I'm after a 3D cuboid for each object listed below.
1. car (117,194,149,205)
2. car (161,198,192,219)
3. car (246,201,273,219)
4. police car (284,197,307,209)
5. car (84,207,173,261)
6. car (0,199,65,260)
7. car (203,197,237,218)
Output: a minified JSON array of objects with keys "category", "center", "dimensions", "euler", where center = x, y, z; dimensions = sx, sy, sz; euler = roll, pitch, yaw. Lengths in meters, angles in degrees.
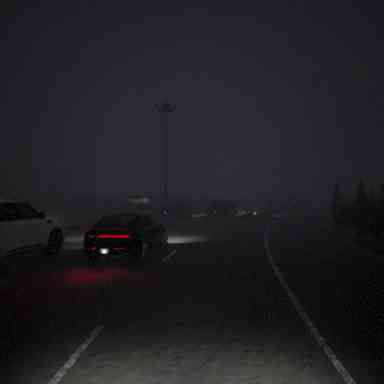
[{"category":"car","center":[-8.508,1.291,48.563],"dimensions":[2.150,2.045,5.566],"euler":[0,-1,28]},{"category":"car","center":[-1.437,1.539,29.612],"dimensions":[1.812,1.442,4.674],"euler":[0,0,19]},{"category":"car","center":[6.061,1.534,29.749],"dimensions":[1.812,1.442,4.674],"euler":[0,0,21]},{"category":"police car","center":[14.493,1.515,46.227],"dimensions":[2.038,1.542,4.974],"euler":[0,-1,35]},{"category":"car","center":[-2.237,1.502,12.275],"dimensions":[1.837,1.490,4.892],"euler":[0,0,9]},{"category":"car","center":[-6.100,1.210,10.231],"dimensions":[2.150,2.045,5.566],"euler":[0,0,7]},{"category":"car","center":[2.845,1.504,31.062],"dimensions":[2.128,1.511,4.902],"euler":[0,0,21]}]
